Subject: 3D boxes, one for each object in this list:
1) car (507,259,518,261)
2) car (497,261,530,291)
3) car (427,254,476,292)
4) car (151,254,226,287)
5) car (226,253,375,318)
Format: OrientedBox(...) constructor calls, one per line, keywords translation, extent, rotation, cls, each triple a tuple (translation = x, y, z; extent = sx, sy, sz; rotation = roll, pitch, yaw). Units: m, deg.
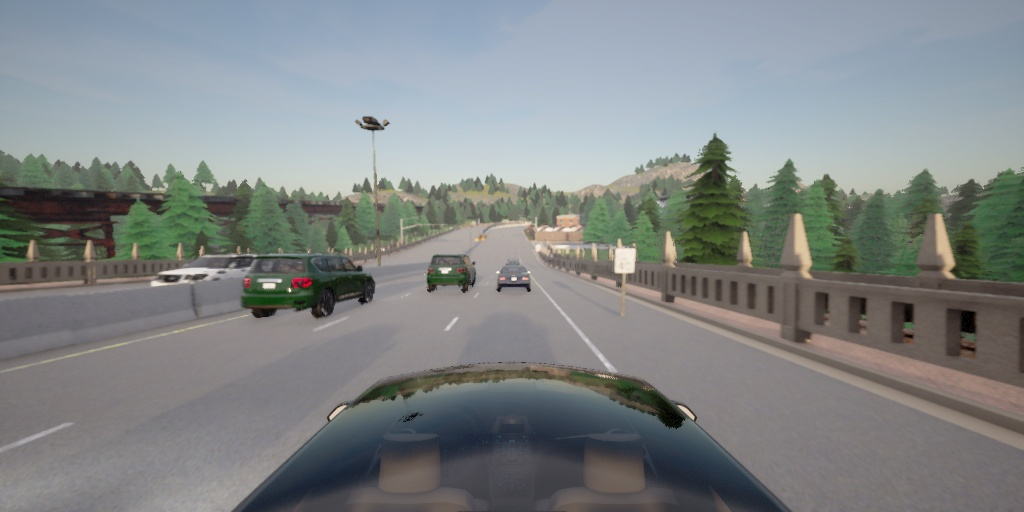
OrientedBox(translation=(0.107, 1.068, 47.066), extent=(2.128, 1.511, 4.902), rotation=(0, 0, 0), cls="car")
OrientedBox(translation=(0.103, 1.226, 21.096), extent=(2.033, 1.411, 5.357), rotation=(0, 0, 0), cls="car")
OrientedBox(translation=(-3.397, 0.900, 20.847), extent=(2.150, 2.045, 5.566), rotation=(0, 0, 0), cls="car")
OrientedBox(translation=(-14.032, 0.917, 17.474), extent=(2.150, 2.045, 5.566), rotation=(0, 0, 1), cls="car")
OrientedBox(translation=(-6.899, 0.934, 12.871), extent=(2.150, 2.045, 5.566), rotation=(0, 0, 0), cls="car")
